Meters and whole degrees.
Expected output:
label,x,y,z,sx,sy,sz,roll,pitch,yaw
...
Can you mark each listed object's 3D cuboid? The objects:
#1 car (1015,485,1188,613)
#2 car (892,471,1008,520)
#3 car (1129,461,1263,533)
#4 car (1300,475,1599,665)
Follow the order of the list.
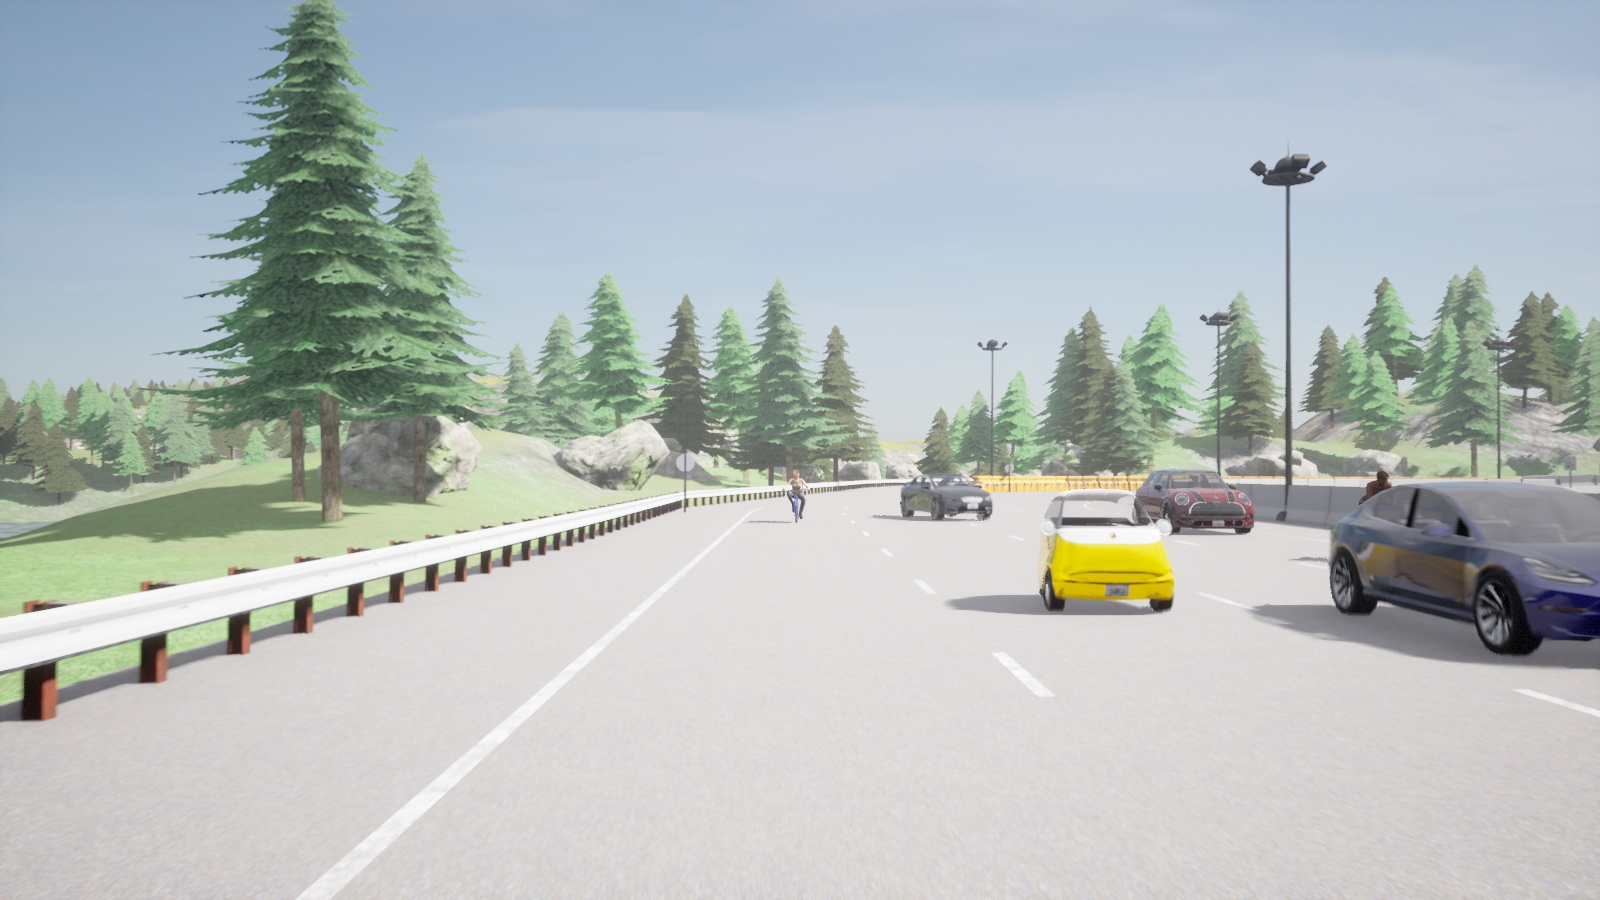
label,x,y,z,sx,sy,sz,roll,pitch,yaw
car,3.465,1.105,14.737,1.481,1.376,2.207,0,-2,0
car,4.855,1.456,41.435,2.128,1.511,4.902,0,-1,-15
car,10.419,1.200,33.446,2.097,1.767,4.553,0,-1,0
car,6.971,0.997,12.360,2.163,1.488,4.792,0,-1,0
